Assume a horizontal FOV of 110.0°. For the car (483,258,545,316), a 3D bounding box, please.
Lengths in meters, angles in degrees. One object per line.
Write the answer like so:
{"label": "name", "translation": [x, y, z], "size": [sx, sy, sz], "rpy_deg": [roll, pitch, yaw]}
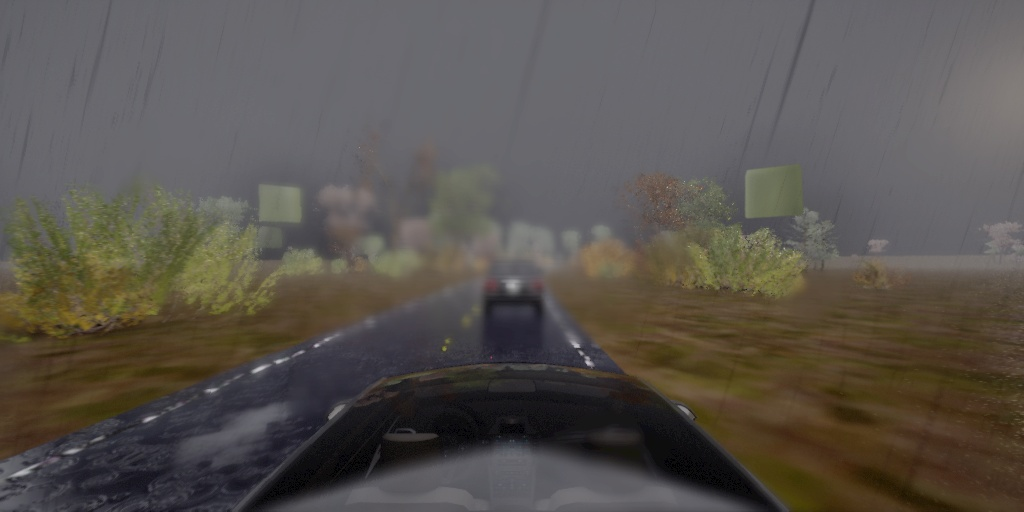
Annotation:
{"label": "car", "translation": [0.131, 1.106, 14.308], "size": [2.150, 2.045, 5.566], "rpy_deg": [0, 0, 2]}
